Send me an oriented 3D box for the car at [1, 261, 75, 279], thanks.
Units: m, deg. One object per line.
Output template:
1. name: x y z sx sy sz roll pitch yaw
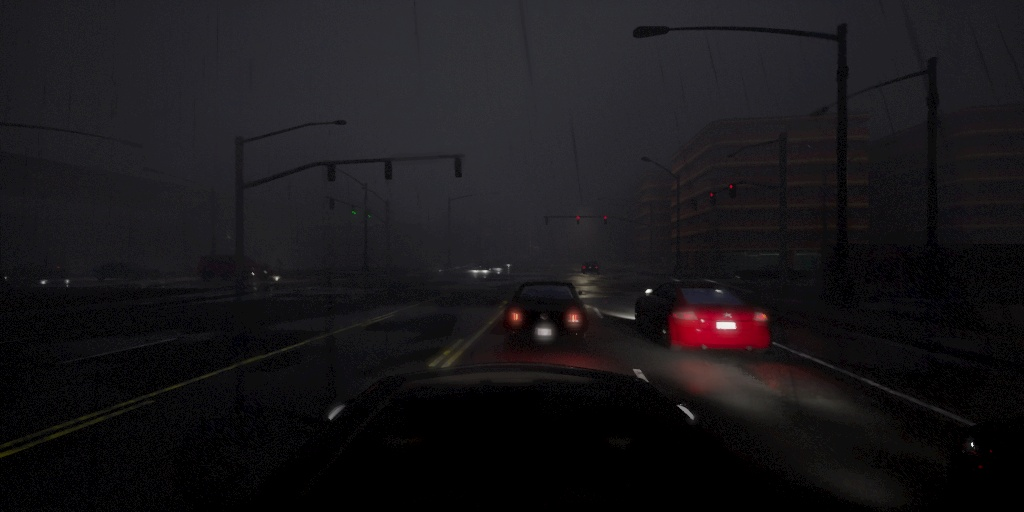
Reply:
1. car: -41.836 1.350 31.600 4.718 1.301 1.895 0 0 12

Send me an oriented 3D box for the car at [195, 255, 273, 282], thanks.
1. car: -22.499 0.970 29.093 5.566 2.045 2.150 0 0 7

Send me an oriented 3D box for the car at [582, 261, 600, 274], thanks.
1. car: 8.793 1.234 39.816 2.033 1.411 5.357 0 0 15

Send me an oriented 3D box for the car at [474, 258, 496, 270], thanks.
1. car: -3.851 1.174 48.715 1.994 1.385 4.181 0 1 8

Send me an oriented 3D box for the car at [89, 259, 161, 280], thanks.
1. car: -32.430 1.227 30.270 5.008 1.535 1.882 0 0 7

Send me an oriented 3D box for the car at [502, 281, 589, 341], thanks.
1. car: 1.002 1.350 9.923 1.895 1.301 4.718 0 0 8

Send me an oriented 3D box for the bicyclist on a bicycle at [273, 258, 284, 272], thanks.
1. bicyclist on a bicycle: -26.397 1.052 40.606 0.582 1.620 1.656 0 0 7

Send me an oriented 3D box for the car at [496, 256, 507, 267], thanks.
1. car: -2.499 1.062 58.569 1.895 1.301 4.718 0 1 8

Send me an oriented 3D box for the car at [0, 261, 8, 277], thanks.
1. car: -51.148 1.275 35.282 4.674 1.442 1.812 0 0 35

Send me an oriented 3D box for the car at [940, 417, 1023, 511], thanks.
1. car: 3.640 1.242 0.209 2.128 1.511 4.902 0 0 1

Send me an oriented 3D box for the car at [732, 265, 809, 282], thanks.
1. car: 19.995 1.349 27.912 4.718 1.301 1.895 0 0 7

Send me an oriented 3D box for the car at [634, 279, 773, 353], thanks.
1. car: 4.405 1.314 8.921 1.994 1.385 4.181 0 0 7
